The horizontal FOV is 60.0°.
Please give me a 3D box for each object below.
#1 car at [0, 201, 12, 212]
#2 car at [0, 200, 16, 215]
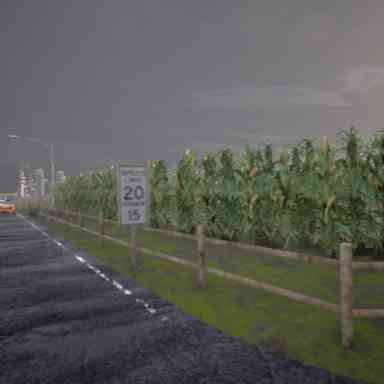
[{"bbox_3d":[-26.926,2.024,47.301,1.994,1.385,4.181,-1,0,-31],"label":"car"},{"bbox_3d":[-21.705,1.724,38.633,2.097,1.767,4.553,-1,0,-31],"label":"car"}]
